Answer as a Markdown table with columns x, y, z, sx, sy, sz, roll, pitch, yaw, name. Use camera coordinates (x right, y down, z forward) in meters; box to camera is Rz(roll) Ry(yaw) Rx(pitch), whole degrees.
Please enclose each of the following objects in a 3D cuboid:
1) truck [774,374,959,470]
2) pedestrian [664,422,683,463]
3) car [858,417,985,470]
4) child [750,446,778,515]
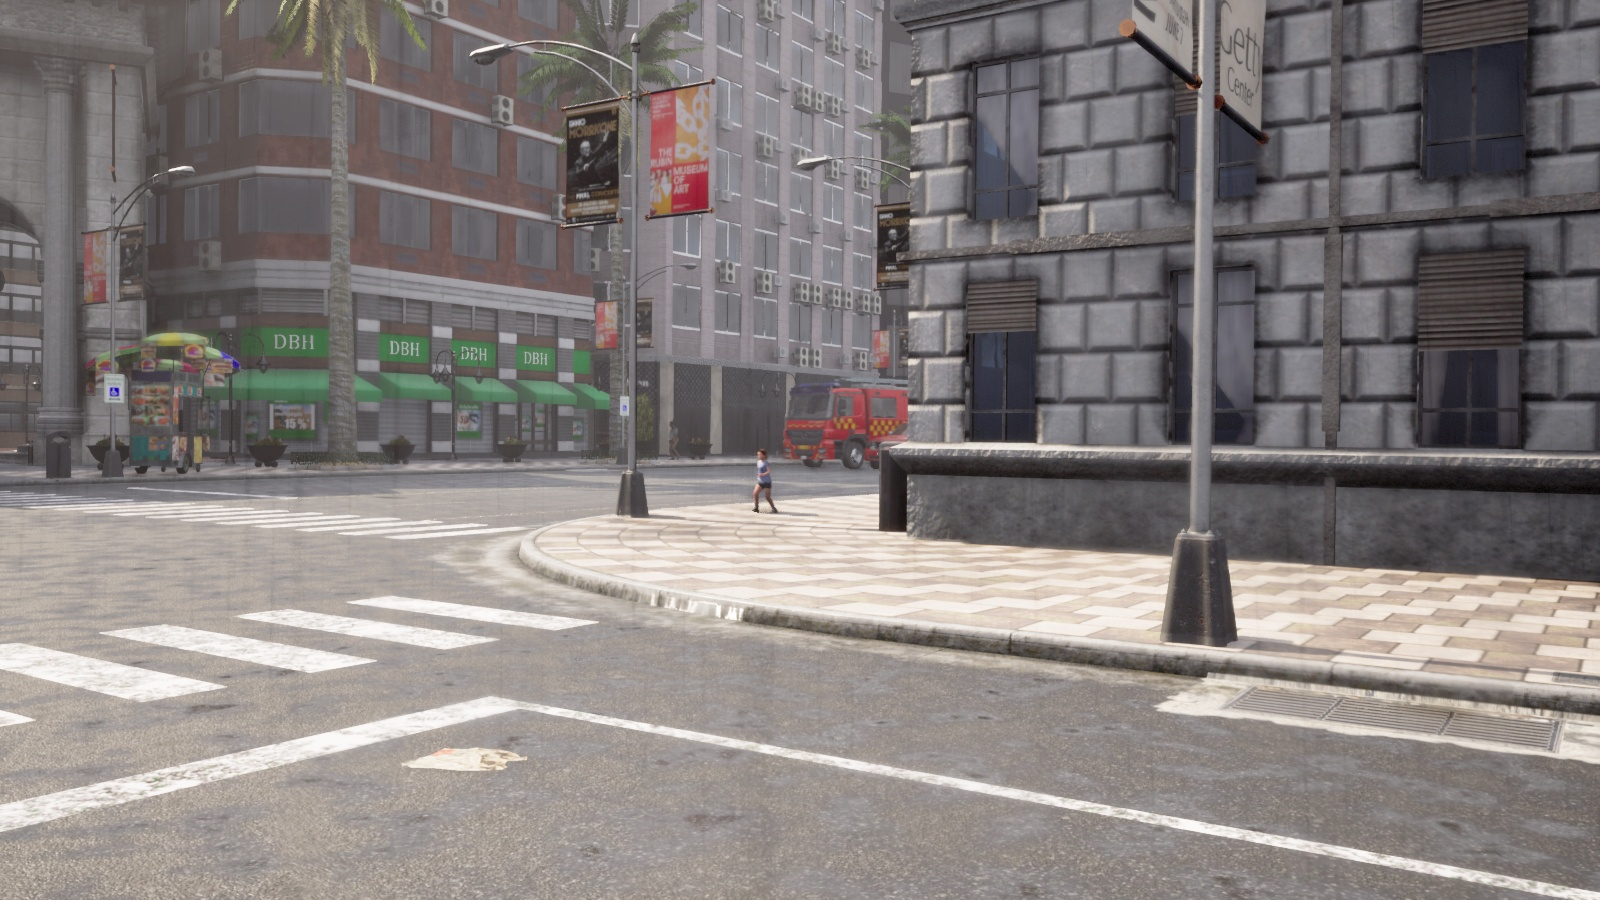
| x | y | z | sx | sy | sz | roll | pitch | yaw | name |
| --- | --- | --- | --- | --- | --- | --- | --- | --- | --- |
| 2.999 | -1.202 | 54.287 | 8.468 | 3.827 | 2.891 | -1 | 1 | -43 | truck |
| -5.720 | -0.334 | 56.719 | 0.694 | 1.848 | 0.540 | -1 | 1 | -34 | pedestrian |
| 5.030 | -0.296 | 51.343 | 2.150 | 2.045 | 5.566 | 0 | 1 | 45 | car |
| -0.590 | 0.495 | 20.419 | 0.255 | 1.110 | 0.394 | 0 | 1 | 39 | child |
